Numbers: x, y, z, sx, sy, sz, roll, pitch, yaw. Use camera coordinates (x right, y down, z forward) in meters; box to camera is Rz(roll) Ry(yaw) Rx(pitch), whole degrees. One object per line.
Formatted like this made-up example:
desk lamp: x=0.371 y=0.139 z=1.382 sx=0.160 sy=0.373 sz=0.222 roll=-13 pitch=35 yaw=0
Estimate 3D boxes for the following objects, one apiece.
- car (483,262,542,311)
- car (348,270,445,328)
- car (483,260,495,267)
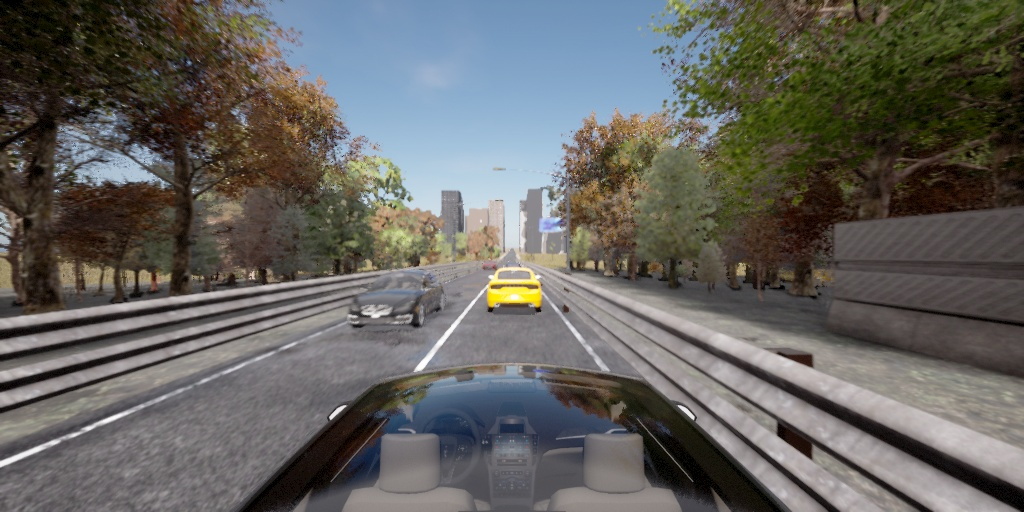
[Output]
car: x=0.089 y=1.180 z=14.093 sx=1.882 sy=1.535 sz=5.008 roll=0 pitch=0 yaw=0
car: x=-3.343 y=1.213 z=11.239 sx=1.837 sy=1.490 sz=4.892 roll=0 pitch=0 yaw=0
car: x=-3.296 y=1.359 z=53.621 sx=1.882 sy=1.535 sz=5.008 roll=0 pitch=0 yaw=0
